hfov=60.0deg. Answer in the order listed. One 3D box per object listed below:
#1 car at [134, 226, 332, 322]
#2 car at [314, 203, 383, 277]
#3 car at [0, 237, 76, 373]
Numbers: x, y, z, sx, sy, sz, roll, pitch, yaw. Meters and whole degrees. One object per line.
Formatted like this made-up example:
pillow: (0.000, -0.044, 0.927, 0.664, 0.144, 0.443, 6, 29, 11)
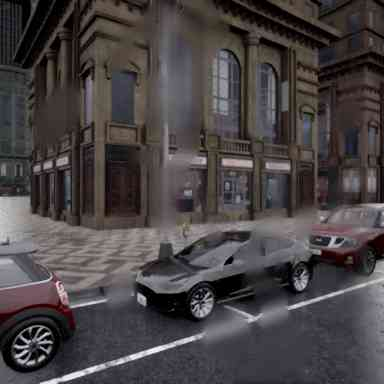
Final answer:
car: (0.872, 1.566, 7.255, 4.313, 1.339, 1.947, 0, 0, -35)
car: (5.441, 1.315, 10.496, 5.009, 1.841, 2.192, 0, 0, -35)
car: (-3.696, 1.440, 4.013, 4.097, 1.590, 1.967, 0, 0, -35)
